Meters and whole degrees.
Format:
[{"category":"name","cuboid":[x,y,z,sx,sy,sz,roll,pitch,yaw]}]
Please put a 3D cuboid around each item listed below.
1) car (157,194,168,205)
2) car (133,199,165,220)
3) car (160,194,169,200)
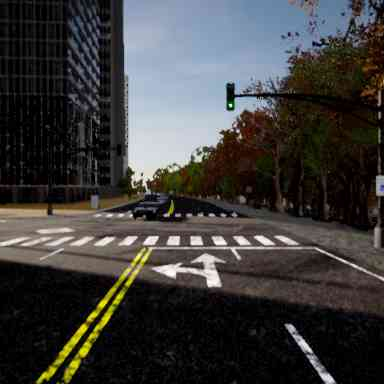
[{"category":"car","cuboid":[-4.754,1.257,53.412,2.128,1.511,4.902,0,0,-3]},{"category":"car","cuboid":[-3.493,1.484,26.586,1.895,1.301,4.718,0,0,-1]},{"category":"car","cuboid":[-6.458,1.152,77.976,2.033,1.411,5.357,0,0,-5]}]
